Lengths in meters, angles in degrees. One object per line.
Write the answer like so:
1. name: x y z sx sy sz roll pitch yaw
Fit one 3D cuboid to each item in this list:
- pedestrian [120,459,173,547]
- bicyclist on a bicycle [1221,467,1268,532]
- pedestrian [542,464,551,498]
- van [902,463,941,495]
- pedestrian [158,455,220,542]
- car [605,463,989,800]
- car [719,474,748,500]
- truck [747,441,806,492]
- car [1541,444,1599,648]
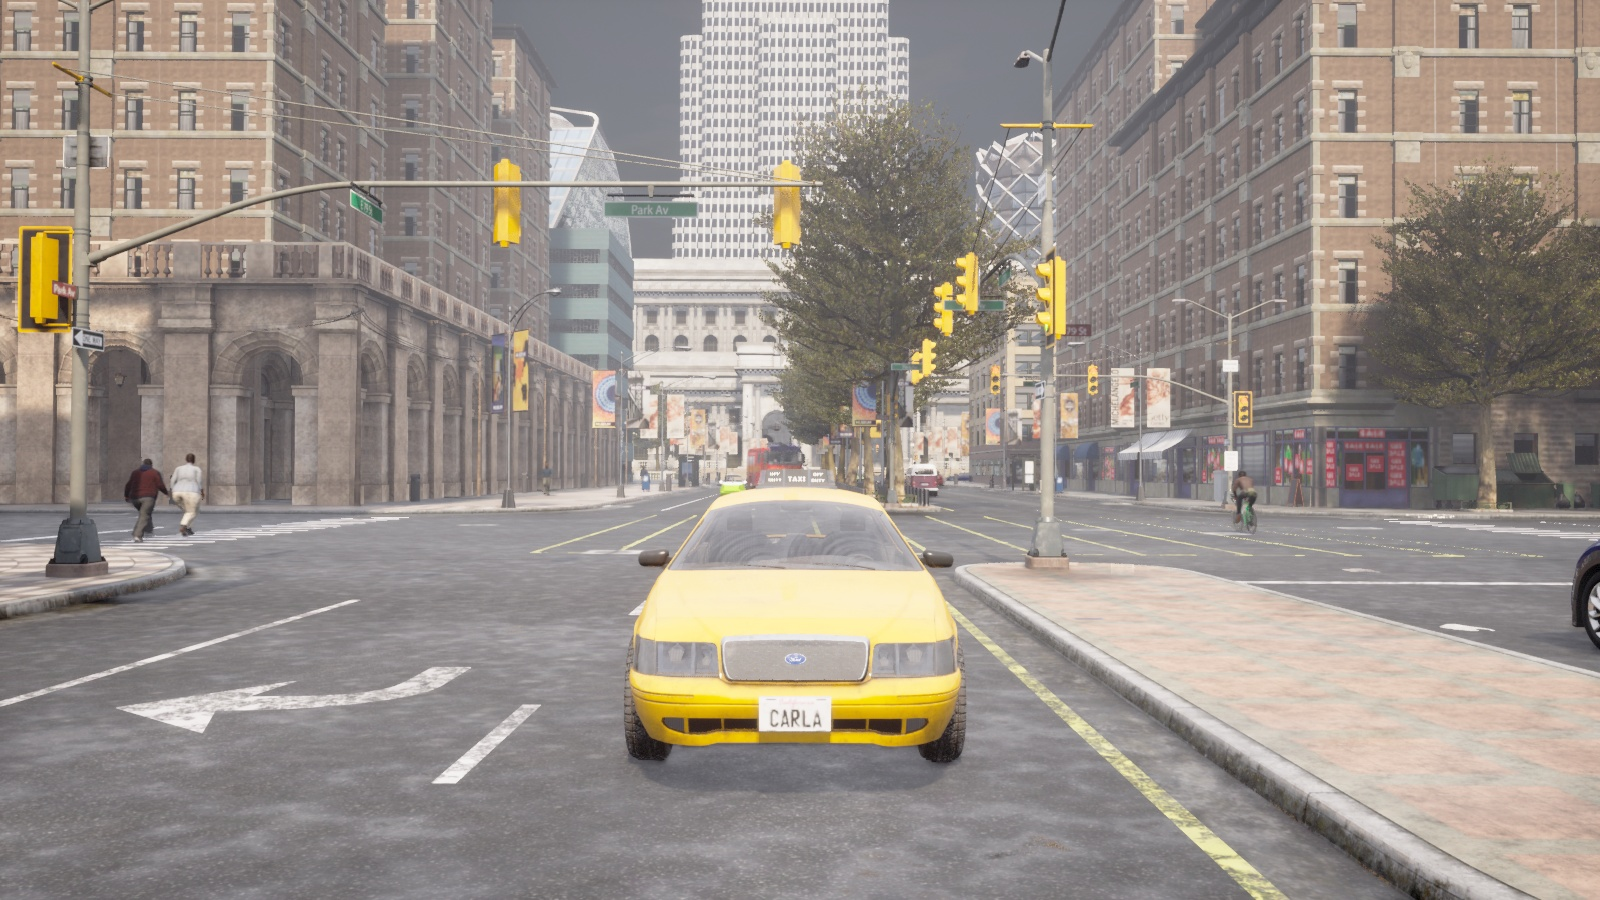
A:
1. pedestrian: -13.917 1.123 26.767 0.634 1.844 0.899 0 -1 3
2. bicyclist on a bicycle: 11.426 1.263 32.325 0.582 1.620 1.656 0 -1 0
3. pedestrian: -13.690 1.663 67.863 0.370 1.835 0.726 0 -1 0
4. van: 7.815 1.862 80.900 2.069 2.038 4.480 0 -1 0
5. pedestrian: -13.236 1.041 27.242 0.874 1.855 0.900 0 -1 4
6. car: -0.020 0.898 8.598 1.801 1.575 5.366 0 -1 0
7. car: -3.655 2.044 69.244 1.481 1.376 2.207 0 -1 0
8. truck: -1.939 1.310 98.669 2.891 3.827 8.468 0 -1 -13
9. car: 7.978 0.799 9.444 2.097 1.767 4.553 0 -1 0
